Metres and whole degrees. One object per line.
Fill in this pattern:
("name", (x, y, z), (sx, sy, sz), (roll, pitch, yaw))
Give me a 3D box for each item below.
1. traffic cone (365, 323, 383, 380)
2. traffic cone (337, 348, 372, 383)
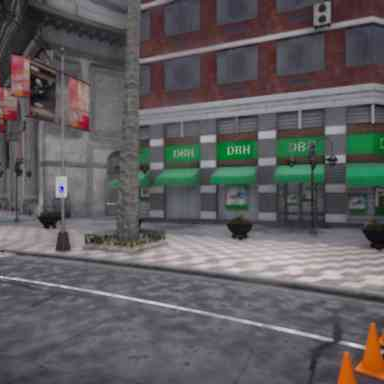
("traffic cone", (2.281, 1.954, 4.194), (0.340, 0.580, 0.340), (0, 0, 42))
("traffic cone", (1.607, 1.955, 3.455), (0.340, 0.580, 0.340), (0, 0, 42))
